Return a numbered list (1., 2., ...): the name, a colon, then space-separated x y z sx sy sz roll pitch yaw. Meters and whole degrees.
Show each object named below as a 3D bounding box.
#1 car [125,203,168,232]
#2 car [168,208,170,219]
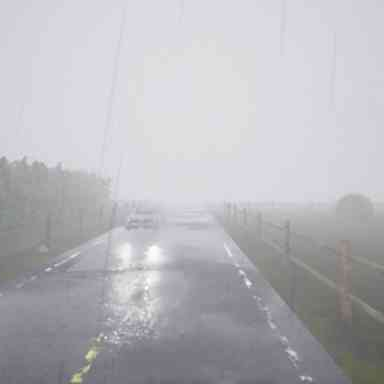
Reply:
1. car: -2.761 1.595 20.204 1.895 1.301 4.718 0 1 0
2. car: -2.765 1.550 25.007 1.895 1.301 4.718 0 0 0
